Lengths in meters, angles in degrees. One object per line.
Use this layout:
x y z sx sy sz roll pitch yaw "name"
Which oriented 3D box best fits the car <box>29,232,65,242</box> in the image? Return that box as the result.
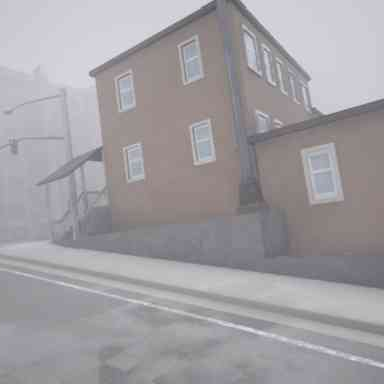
-11.732 4.262 29.055 1.837 1.490 4.892 -12 -11 35 "car"
